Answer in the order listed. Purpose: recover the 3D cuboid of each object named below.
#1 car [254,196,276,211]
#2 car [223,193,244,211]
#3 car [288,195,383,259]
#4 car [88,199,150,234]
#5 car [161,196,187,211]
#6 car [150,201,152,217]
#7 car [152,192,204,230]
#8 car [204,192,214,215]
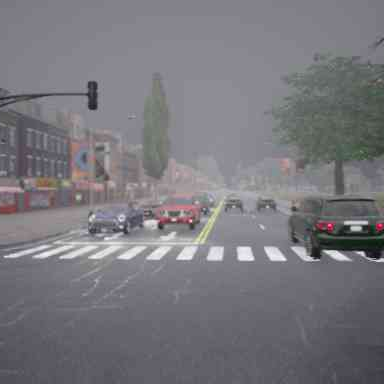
[{"bbox_3d":[7.639,1.138,34.741,1.837,1.490,4.892,-1,1,7],"label":"car"},{"bbox_3d":[4.432,1.174,35.301,1.837,1.490,4.892,-1,1,7],"label":"car"},{"bbox_3d":[5.057,1.122,12.283,2.150,2.045,5.566,-1,0,7],"label":"car"},{"bbox_3d":[-4.180,1.323,19.034,2.097,1.767,4.553,-1,0,7],"label":"car"},{"bbox_3d":[-1.978,1.271,37.839,2.033,1.411,5.357,-1,1,7],"label":"car"},{"bbox_3d":[-3.190,1.435,27.579,1.994,1.385,4.181,-1,1,7],"label":"car"},{"bbox_3d":[-0.700,1.131,20.925,2.150,2.045,5.566,-1,0,6],"label":"car"},{"bbox_3d":[0.506,0.998,31.216,2.150,2.045,5.566,-1,1,7],"label":"car"}]
